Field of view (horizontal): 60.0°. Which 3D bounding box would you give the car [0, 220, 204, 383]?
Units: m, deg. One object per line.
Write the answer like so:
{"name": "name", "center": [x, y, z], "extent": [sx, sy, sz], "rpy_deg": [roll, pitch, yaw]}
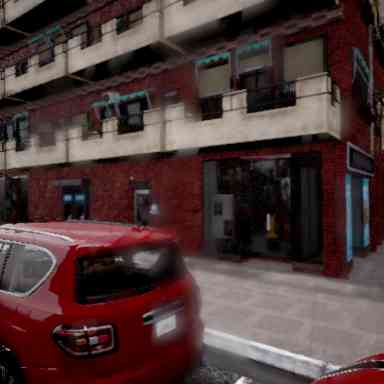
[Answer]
{"name": "car", "center": [-2.185, 1.306, 4.452], "extent": [5.009, 1.841, 2.192], "rpy_deg": [0, -1, 35]}

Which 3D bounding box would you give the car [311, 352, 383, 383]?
{"name": "car", "center": [2.312, 1.443, 1.245], "extent": [4.097, 1.590, 1.967], "rpy_deg": [0, -1, 35]}
